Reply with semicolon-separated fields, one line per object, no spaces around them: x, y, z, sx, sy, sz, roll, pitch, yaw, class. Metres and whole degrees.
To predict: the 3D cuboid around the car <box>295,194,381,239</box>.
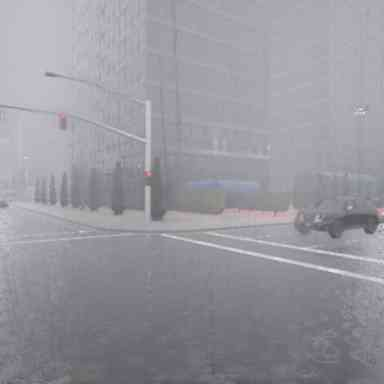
8.063;1.295;18.270;5.566;2.045;2.150;0;0;-35;car

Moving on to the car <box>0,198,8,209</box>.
-26.836;1.555;46.274;1.812;1.442;4.674;0;0;-35;car
